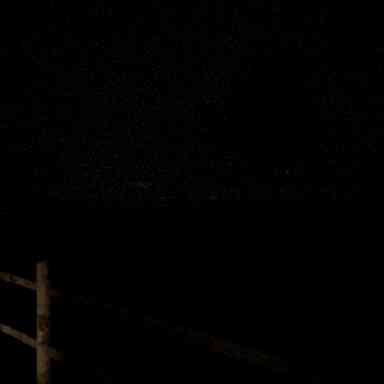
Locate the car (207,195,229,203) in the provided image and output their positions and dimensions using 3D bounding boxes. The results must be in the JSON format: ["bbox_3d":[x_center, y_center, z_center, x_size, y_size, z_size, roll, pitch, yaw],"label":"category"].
[{"bbox_3d":[4.908,1.340,62.838,2.033,1.411,5.357,-2,-1,36],"label":"car"}]

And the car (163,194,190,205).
[{"bbox_3d":[-2.618,1.231,57.252,2.097,1.767,4.553,-2,-1,37],"label":"car"}]

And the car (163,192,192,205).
[{"bbox_3d":[-2.266,1.003,52.956,2.150,2.045,5.566,-2,-1,37],"label":"car"}]
